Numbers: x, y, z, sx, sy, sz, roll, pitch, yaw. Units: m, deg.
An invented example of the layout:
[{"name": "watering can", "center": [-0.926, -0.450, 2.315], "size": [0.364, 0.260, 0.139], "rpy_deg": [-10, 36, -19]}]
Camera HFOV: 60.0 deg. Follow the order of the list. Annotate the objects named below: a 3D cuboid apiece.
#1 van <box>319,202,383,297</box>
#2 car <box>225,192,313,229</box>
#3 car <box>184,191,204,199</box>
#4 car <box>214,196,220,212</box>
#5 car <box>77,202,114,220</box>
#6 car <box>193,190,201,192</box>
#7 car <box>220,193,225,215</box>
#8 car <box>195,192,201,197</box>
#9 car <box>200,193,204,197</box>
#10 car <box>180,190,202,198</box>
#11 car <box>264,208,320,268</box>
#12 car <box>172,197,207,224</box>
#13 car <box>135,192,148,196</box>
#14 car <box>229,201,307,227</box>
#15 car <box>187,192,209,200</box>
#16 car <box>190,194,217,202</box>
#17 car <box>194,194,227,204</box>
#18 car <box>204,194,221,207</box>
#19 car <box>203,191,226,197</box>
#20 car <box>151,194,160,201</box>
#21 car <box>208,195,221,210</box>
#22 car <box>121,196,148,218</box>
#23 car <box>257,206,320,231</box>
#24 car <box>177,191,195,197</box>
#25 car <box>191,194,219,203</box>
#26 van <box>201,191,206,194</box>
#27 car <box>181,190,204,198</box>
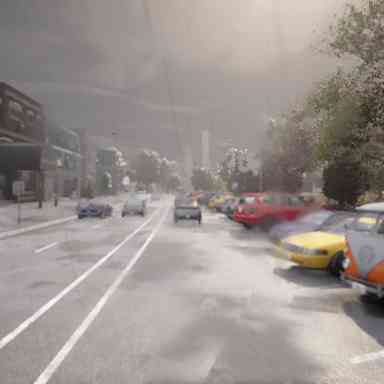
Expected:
[{"name": "van", "center": [5.164, 1.209, 6.940], "size": [4.442, 1.987, 1.878], "rpy_deg": [1, 1, -21]}, {"name": "car", "center": [5.075, 1.111, 18.879], "size": [5.566, 2.045, 2.435], "rpy_deg": [1, 0, -22]}, {"name": "car", "center": [0.451, 0.763, 84.077], "size": [4.553, 1.767, 2.185], "rpy_deg": [0, 2, -27]}, {"name": "car", "center": [4.763, 1.317, 27.771], "size": [4.892, 1.521, 2.231], "rpy_deg": [1, 1, -22]}, {"name": "car", "center": [-7.588, 1.448, 26.382], "size": [1.895, 1.301, 4.718], "rpy_deg": [0, 0, -2]}, {"name": "car", "center": [2.795, 1.086, 60.402], "size": [4.553, 1.767, 2.185], "rpy_deg": [1, 0, -25]}, {"name": "car", "center": [4.832, 1.204, 24.798], "size": [4.553, 1.767, 2.185], "rpy_deg": [1, 0, -22]}, {"name": "car", "center": [3.457, 1.233, 51.503], "size": [5.008, 1.535, 2.097], "rpy_deg": [1, 0, -24]}, {"name": "car", "center": [4.034, 1.258, 42.610], "size": [5.008, 1.535, 2.097], "rpy_deg": [1, 0, -24]}, {"name": "car", "center": [-0.256, 0.474, 89.977], "size": [5.566, 2.045, 2.435], "rpy_deg": [0, 1, -27]}, {"name": "car", "center": [5.058, 1.411, 9.888], "size": [5.366, 1.575, 1.946], "rpy_deg": [1, 1, -21]}, {"name": "car", "center": [-0.339, 1.346, 23.437], "size": [2.128, 1.511, 4.902], "rpy_deg": [0, 0, -2]}, {"name": "car", "center": [-10.131, 0.937, 66.833], "size": [2.150, 2.045, 5.566], "rpy_deg": [0, 1, -5]}, {"name": "car", "center": [4.964, 1.386, 21.834], "size": [4.674, 1.452, 2.002], "rpy_deg": [1, 1, -22]}, {"name": "car", "center": [1.365, 0.959, 75.183], "size": [4.553, 1.767, 2.185], "rpy_deg": [0, 1, -26]}, {"name": "car", "center": [2.260, 1.190, 66.315], "size": [4.892, 1.521, 2.231], "rpy_deg": [0, 1, -25]}, {"name": "car", "center": [3.173, 1.217, 57.512], "size": [5.366, 1.575, 1.946], "rpy_deg": [1, 0, -25]}, {"name": "car", "center": [4.346, 1.278, 36.680], "size": [5.008, 1.535, 2.097], "rpy_deg": [1, 0, -23]}, {"name": "car", "center": [4.164, 1.141, 39.639], "size": [4.553, 1.767, 2.185], "rpy_deg": [1, 0, -23]}, {"name": "car", "center": [-7.592, 1.148, 69.734], "size": [1.882, 1.535, 5.008], "rpy_deg": [0, 1, -5]}, {"name": "car", "center": [4.469, 1.319, 33.699], "size": [4.792, 1.488, 2.163], "rpy_deg": [1, 0, -23]}, {"name": "car", "center": [-4.891, 1.359, 28.740], "size": [1.812, 1.442, 4.674], "rpy_deg": [0, 0, -2]}, {"name": "car", "center": [5.183, 1.437, 12.926], "size": [4.674, 1.452, 2.002], "rpy_deg": [1, 1, -21]}, {"name": "car", "center": [-1.178, 1.132, 41.710], "size": [2.097, 1.767, 4.553], "rpy_deg": [0, 0, -3]}, {"name": "car", "center": [2.509, 1.203, 63.356], "size": [5.008, 1.535, 2.097], "rpy_deg": [1, 0, -25]}, {"name": "van", "center": [3.954, 1.024, 45.631], "size": [4.442, 1.987, 1.878], "rpy_deg": [1, 0, -24]}, {"name": "car", "center": [0.054, 0.556, 86.992], "size": [5.566, 2.045, 2.435], "rpy_deg": [0, 2, -27]}]
